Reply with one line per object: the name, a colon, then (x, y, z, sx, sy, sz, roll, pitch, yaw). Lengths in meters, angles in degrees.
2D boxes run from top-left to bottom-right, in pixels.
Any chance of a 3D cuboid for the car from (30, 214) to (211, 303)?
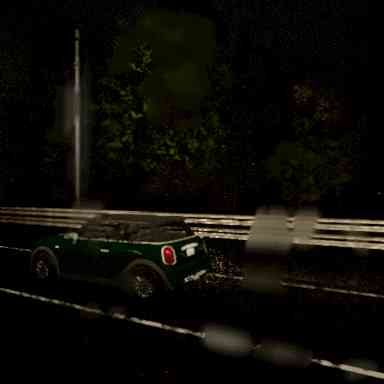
car: (-1.896, 1.331, 8.326, 4.553, 1.767, 2.097, 0, 0, 29)
